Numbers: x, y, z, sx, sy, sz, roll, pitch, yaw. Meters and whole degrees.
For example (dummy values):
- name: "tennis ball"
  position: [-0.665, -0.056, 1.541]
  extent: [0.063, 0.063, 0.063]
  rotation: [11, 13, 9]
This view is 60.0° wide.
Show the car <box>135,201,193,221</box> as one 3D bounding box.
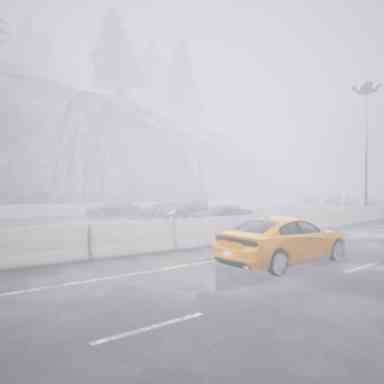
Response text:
- name: "car"
  position: [-2.361, 1.580, 29.102]
  extent: [4.892, 1.490, 1.837]
  rotation: [0, 0, -41]

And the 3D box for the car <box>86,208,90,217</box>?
- name: "car"
  position: [-6.952, 1.554, 29.794]
  extent: [5.008, 1.535, 1.882]
  rotation: [0, 0, -40]

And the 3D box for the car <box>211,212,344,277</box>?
- name: "car"
  position: [2.899, 1.506, 10.496]
  extent: [5.008, 1.535, 1.882]
  rotation: [0, 0, -38]

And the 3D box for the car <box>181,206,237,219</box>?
- name: "car"
  position: [2.127, 1.610, 23.696]
  extent: [5.357, 1.411, 2.033]
  rotation: [0, 0, -41]

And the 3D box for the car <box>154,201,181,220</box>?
- name: "car"
  position: [-0.537, 1.420, 26.076]
  extent: [4.553, 1.767, 2.097]
  rotation: [0, 0, -41]
